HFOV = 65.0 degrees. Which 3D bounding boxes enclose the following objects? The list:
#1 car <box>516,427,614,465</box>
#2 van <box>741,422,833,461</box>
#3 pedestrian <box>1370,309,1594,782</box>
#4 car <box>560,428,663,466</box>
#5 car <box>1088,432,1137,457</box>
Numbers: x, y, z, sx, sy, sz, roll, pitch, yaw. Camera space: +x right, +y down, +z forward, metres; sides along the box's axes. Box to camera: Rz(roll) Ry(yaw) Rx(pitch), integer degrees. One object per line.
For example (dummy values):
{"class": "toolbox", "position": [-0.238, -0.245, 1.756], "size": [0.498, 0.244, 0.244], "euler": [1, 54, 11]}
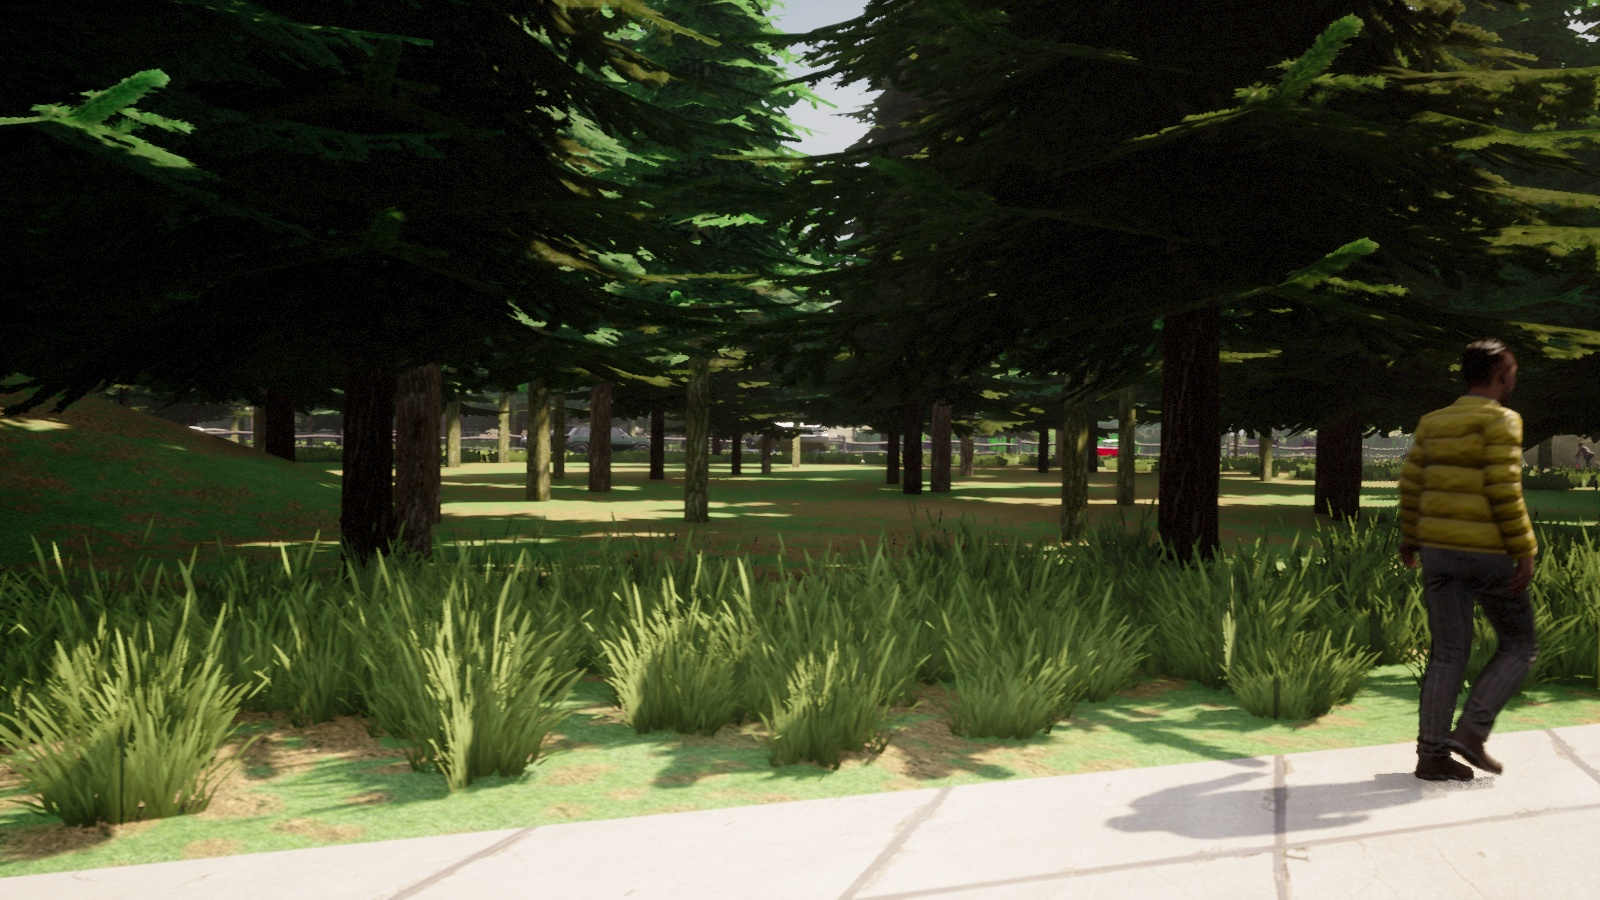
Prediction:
{"class": "car", "position": [-11.847, -0.232, 63.289], "size": [4.605, 1.855, 1.932], "euler": [-1, 1, -21]}
{"class": "van", "position": [-0.720, -0.461, 67.530], "size": [4.480, 2.038, 2.069], "euler": [-1, 1, -21]}
{"class": "pedestrian", "position": [2.804, 0.369, 5.183], "size": [0.709, 1.840, 0.431], "euler": [-1, 1, -15]}
{"class": "car", "position": [-9.118, -0.168, 60.582], "size": [4.553, 1.767, 2.097], "euler": [-1, 1, -21]}
{"class": "car", "position": [17.540, -0.297, 70.447], "size": [2.207, 1.376, 1.481], "euler": [0, 1, -19]}
